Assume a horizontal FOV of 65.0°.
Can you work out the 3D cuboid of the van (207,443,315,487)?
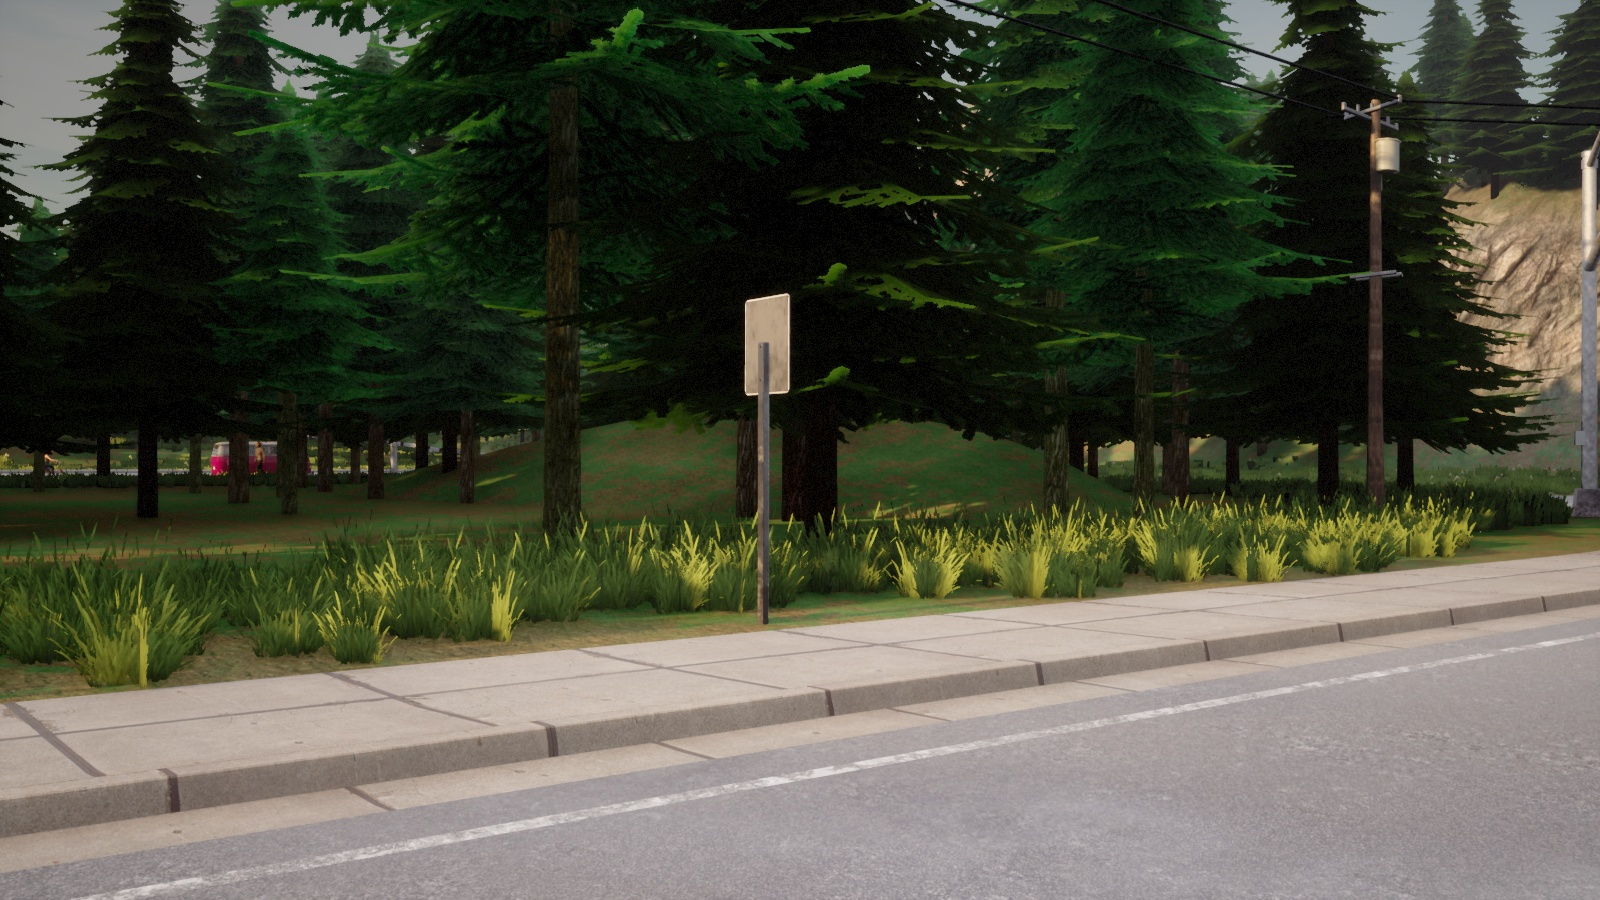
[{"bbox_3d":[-25.500,0.697,59.442,4.442,1.987,1.775,0,0,-35],"label":"van"}]

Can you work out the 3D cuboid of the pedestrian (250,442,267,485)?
[{"bbox_3d":[-23.834,0.593,55.275,0.331,1.846,0.634,0,0,42],"label":"pedestrian"}]
